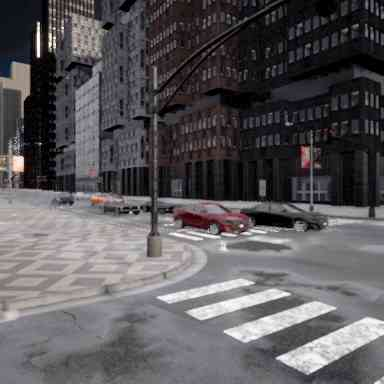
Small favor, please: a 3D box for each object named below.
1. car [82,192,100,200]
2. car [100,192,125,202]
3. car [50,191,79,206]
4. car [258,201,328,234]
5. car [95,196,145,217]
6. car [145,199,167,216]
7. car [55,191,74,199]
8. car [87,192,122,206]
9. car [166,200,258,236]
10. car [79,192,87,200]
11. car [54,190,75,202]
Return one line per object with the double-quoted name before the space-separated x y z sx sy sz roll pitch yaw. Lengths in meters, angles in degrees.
"car" -19.062 0.710 62.506 1.895 1.301 4.718 0 1 -36
"car" -12.991 0.761 54.077 2.128 1.511 4.902 0 1 -36
"car" -16.342 0.953 41.742 2.033 1.411 5.357 0 1 -36
"car" 5.011 1.323 18.701 5.008 1.535 1.882 1 1 45
"car" -5.976 1.264 27.318 1.895 1.301 4.718 0 1 -36
"car" -2.585 1.277 28.170 1.895 1.301 4.718 0 1 -36
"car" -25.076 0.569 65.293 2.033 1.411 5.357 0 1 -36
"car" -10.103 0.844 38.620 2.097 1.767 4.553 0 1 -36
"car" 0.892 1.305 17.781 1.882 1.535 5.008 0 1 -36
"car" -19.268 0.704 57.233 1.812 1.442 4.674 0 1 -35
"car" -20.410 0.630 53.086 2.097 1.767 4.553 0 1 -36
